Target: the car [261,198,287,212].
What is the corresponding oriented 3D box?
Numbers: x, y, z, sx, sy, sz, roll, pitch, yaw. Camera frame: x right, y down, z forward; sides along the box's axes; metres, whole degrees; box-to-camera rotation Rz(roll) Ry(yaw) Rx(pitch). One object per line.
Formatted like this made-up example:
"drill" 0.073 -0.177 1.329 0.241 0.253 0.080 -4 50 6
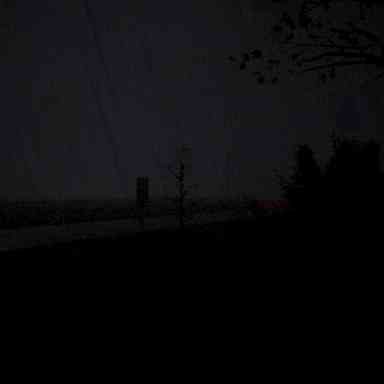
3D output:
"car" 9.842 1.474 39.356 1.882 1.535 5.008 1 0 35
